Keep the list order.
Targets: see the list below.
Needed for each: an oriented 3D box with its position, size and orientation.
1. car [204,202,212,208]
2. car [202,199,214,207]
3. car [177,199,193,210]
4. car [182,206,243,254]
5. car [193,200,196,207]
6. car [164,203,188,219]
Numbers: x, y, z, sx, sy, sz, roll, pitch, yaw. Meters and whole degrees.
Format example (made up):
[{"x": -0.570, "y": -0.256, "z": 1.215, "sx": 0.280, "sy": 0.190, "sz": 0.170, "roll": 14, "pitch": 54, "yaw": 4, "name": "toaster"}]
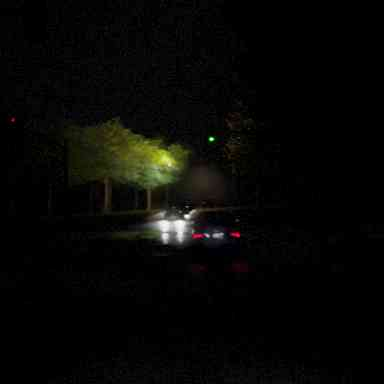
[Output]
[{"x": 3.647, "y": 2.948, "z": 75.628, "sx": 1.837, "sy": 1.490, "sz": 4.892, "roll": -1, "pitch": -2, "yaw": 2, "name": "car"}, {"x": 3.179, "y": 2.319, "z": 64.981, "sx": 2.150, "sy": 2.045, "sz": 5.566, "roll": -1, "pitch": -2, "yaw": 2, "name": "car"}, {"x": -1.339, "y": 1.977, "z": 43.377, "sx": 2.097, "sy": 1.767, "sz": 4.553, "roll": -1, "pitch": -1, "yaw": 3, "name": "car"}, {"x": 0.936, "y": 1.494, "z": 13.293, "sx": 2.033, "sy": 1.411, "sz": 5.357, "roll": -3, "pitch": -1, "yaw": 3, "name": "car"}, {"x": -0.834, "y": 2.386, "z": 53.315, "sx": 1.994, "sy": 1.385, "sz": 4.181, "roll": -1, "pitch": -1, "yaw": 3, "name": "car"}, {"x": -1.753, "y": 2.058, "z": 34.281, "sx": 1.895, "sy": 1.301, "sz": 4.718, "roll": -1, "pitch": -1, "yaw": 2, "name": "car"}]
